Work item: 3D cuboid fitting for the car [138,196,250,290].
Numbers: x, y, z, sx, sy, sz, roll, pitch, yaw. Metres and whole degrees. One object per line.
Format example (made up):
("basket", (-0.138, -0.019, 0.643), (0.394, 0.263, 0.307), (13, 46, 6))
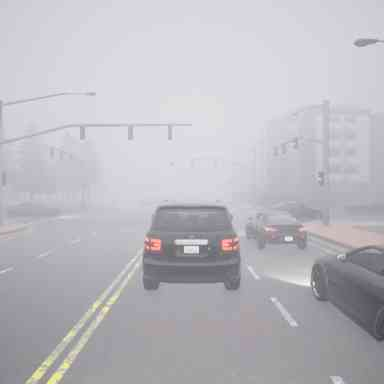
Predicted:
("car", (0.002, 1.221, 9.199), (2.150, 2.045, 5.566), (0, 0, 0))

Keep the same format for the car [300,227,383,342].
("car", (3.572, 1.564, 5.646), (1.994, 1.385, 4.181), (0, 0, 0))

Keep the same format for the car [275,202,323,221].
("car", (8.290, 1.525, 26.426), (4.674, 1.442, 1.812), (0, 0, -3))

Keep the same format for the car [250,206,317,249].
("car", (3.507, 1.526, 14.366), (1.812, 1.442, 4.674), (0, 0, 0))

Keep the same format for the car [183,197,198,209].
("car", (-0.116, 1.477, 45.875), (1.882, 1.535, 5.008), (0, 0, 2))

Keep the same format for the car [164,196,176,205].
("car", (-3.881, 1.477, 59.883), (1.882, 1.535, 5.008), (0, 0, 0))

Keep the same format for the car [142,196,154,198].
("car", (-7.348, 1.477, 53.045), (1.882, 1.535, 5.008), (0, 0, -1))

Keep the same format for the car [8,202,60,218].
("car", (-14.005, 1.564, 29.670), (4.181, 1.385, 1.994), (0, 0, -4))

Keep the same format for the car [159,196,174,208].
("car", (-3.845, 1.477, 50.467), (1.882, 1.535, 5.008), (0, 0, 0))

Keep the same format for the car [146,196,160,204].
("car", (-7.382, 1.491, 63.314), (2.128, 1.511, 4.902), (0, 0, 0))

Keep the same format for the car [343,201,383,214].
("car", (18.066, 1.601, 34.068), (4.718, 1.301, 1.895), (0, 0, -2))
